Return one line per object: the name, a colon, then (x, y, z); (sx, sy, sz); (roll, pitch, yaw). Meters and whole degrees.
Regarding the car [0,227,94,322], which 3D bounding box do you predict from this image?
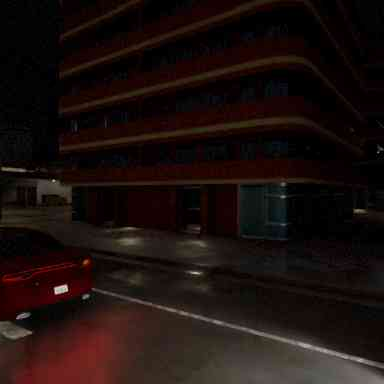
car: (-4.207, 1.478, 6.996); (5.008, 1.535, 1.882); (0, 0, 35)
